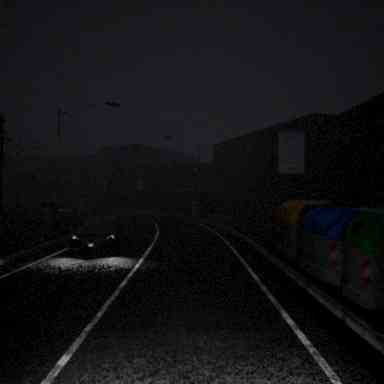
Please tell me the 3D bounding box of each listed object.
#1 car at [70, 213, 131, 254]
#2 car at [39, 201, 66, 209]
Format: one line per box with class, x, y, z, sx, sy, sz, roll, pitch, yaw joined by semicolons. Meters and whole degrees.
car;-3.784;1.684;14.458;1.812;1.442;4.674;0;-1;-3
car;-21.683;2.009;51.635;4.718;1.301;1.895;0;-1;35
